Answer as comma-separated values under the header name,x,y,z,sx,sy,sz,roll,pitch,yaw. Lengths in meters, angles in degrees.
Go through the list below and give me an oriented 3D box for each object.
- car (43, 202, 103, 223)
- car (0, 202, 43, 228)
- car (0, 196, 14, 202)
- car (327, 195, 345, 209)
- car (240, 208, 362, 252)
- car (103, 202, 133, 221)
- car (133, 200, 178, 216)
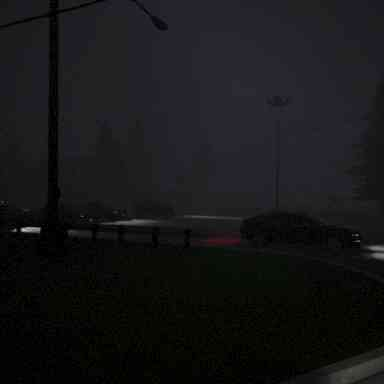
name,x,y,z,sx,sy,sz,roll,pitch,yaw
car,-9.490,1.557,24.384,5.357,1.411,2.033,0,0,24
car,-12.276,1.552,21.807,4.181,1.385,1.994,0,0,24
car,-25.001,1.326,42.988,4.553,1.767,2.097,0,0,25
car,22.036,1.467,50.799,2.150,2.045,5.566,1,0,30
car,4.504,1.564,14.167,4.892,1.490,1.837,0,0,25
car,-7.537,1.553,27.341,4.674,1.442,1.812,0,0,24
car,-3.775,1.555,33.319,4.902,1.511,2.128,0,0,24
